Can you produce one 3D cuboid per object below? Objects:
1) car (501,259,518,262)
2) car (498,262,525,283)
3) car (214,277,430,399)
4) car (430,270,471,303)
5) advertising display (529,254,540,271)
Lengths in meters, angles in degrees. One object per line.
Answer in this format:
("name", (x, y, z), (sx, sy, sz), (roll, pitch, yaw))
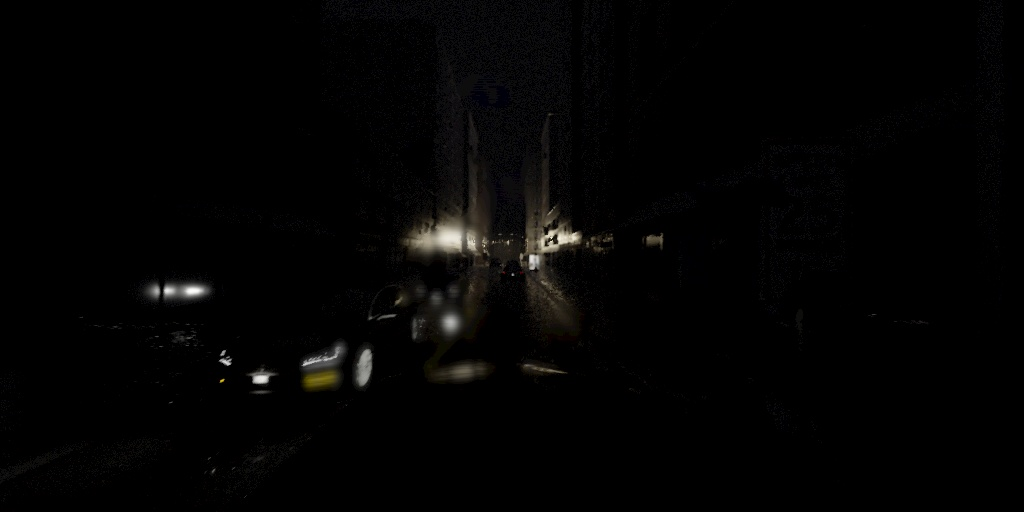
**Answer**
("car", (0.067, 1.309, 45.236), (2.097, 1.767, 4.553), (0, 0, 0))
("car", (0.095, 1.453, 30.189), (1.994, 1.385, 4.181), (0, 0, 1))
("car", (-3.098, 1.280, 6.850), (1.837, 1.490, 4.892), (0, 0, 0))
("car", (-3.091, 1.375, 17.359), (2.033, 1.411, 5.357), (0, 0, 0))
("advertising display", (3.141, 1.008, 50.394), (1.540, 2.440, 0.280), (0, 0, 0))
